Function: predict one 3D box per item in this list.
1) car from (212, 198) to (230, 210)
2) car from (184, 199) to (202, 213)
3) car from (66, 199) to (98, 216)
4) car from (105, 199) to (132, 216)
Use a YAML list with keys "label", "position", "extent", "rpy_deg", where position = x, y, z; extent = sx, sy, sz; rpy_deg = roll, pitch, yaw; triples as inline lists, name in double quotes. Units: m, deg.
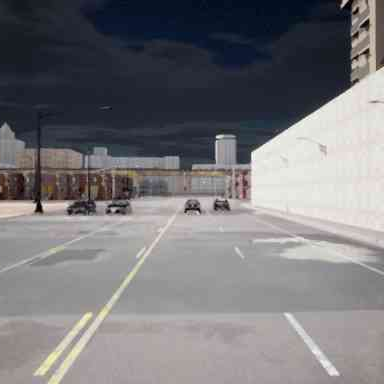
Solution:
- label: "car"
  position: [3.579, 1.473, 41.211]
  extent: [2.128, 1.511, 4.902]
  rpy_deg: [0, 0, 0]
- label: "car"
  position: [0.077, 1.530, 37.308]
  extent: [2.033, 1.411, 5.357]
  rpy_deg: [0, 0, 0]
- label: "car"
  position: [-10.593, 1.491, 32.309]
  extent: [1.837, 1.490, 4.892]
  rpy_deg: [0, 0, 0]
- label: "car"
  position: [-7.092, 1.477, 32.536]
  extent: [2.128, 1.511, 4.902]
  rpy_deg: [0, 0, 0]
